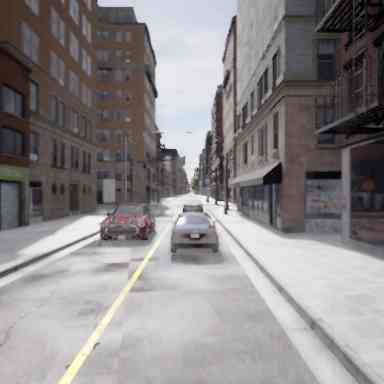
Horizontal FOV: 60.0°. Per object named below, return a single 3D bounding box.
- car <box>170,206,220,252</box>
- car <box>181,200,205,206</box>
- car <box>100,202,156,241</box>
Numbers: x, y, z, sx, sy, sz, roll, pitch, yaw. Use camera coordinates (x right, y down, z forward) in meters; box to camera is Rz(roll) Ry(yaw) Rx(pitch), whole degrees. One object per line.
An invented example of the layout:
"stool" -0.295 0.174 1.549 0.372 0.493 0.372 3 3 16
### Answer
"car" 0.096 1.537 13.790 2.033 1.411 5.357 0 0 0
"car" 0.092 1.474 29.655 2.128 1.511 4.902 0 0 0
"car" -3.004 1.352 16.407 2.097 1.767 4.553 0 0 0
